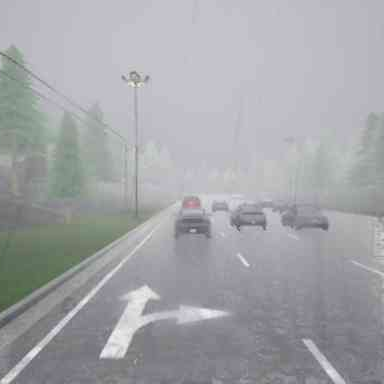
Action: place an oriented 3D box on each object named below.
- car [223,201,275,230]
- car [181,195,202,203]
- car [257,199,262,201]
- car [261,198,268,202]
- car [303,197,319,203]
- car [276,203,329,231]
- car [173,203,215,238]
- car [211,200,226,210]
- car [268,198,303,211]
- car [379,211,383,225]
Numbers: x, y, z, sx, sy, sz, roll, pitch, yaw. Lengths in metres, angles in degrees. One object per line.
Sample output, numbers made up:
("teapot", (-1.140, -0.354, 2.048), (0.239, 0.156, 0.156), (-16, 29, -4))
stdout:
("car", (3.521, 1.570, 21.509), (2.128, 1.511, 4.902), (0, 0, 0))
("car", (-0.055, 1.418, 39.043), (2.150, 2.045, 5.566), (0, 0, 0))
("car", (6.875, 1.751, 40.720), (1.895, 1.301, 4.718), (0, 0, 0))
("car", (10.316, 1.636, 47.839), (1.882, 1.535, 5.008), (0, 0, 0))
("car", (13.873, 1.446, 40.662), (2.097, 1.767, 4.553), (0, 0, 0))
("car", (7.023, 1.614, 21.095), (1.994, 1.385, 4.181), (0, 0, 0))
("car", (0.035, 1.597, 18.190), (1.837, 1.490, 4.892), (0, 0, 0))
("car", (3.376, 1.670, 40.979), (2.128, 1.511, 4.902), (0, 0, 0))
("car", (10.355, 1.457, 37.209), (2.097, 1.767, 4.553), (0, 0, 0))
("car", (14.022, 1.500, 21.317), (1.837, 1.490, 4.892), (0, -1, 0))
